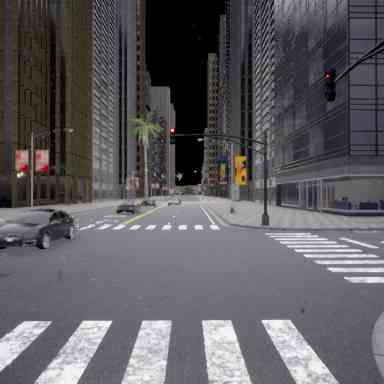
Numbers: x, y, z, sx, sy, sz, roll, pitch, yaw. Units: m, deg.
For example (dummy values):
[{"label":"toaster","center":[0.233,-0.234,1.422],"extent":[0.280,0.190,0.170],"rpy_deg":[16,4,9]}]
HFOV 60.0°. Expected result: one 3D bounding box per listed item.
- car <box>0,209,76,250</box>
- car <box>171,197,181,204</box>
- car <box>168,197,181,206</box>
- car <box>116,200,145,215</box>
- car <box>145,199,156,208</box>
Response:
[{"label":"car","center":[-6.627,1.525,14.535],"extent":[1.837,1.490,4.892],"rpy_deg":[0,0,0]},{"label":"car","center":[-3.284,1.786,69.824],"extent":[1.994,1.385,4.181],"rpy_deg":[0,0,0]},{"label":"car","center":[-3.266,1.779,59.928],"extent":[1.895,1.301,4.718],"rpy_deg":[0,0,0]},{"label":"car","center":[-6.665,1.628,35.428],"extent":[2.033,1.411,5.357],"rpy_deg":[0,0,0]},{"label":"car","center":[-6.682,1.707,51.730],"extent":[1.994,1.385,4.181],"rpy_deg":[0,0,0]}]
